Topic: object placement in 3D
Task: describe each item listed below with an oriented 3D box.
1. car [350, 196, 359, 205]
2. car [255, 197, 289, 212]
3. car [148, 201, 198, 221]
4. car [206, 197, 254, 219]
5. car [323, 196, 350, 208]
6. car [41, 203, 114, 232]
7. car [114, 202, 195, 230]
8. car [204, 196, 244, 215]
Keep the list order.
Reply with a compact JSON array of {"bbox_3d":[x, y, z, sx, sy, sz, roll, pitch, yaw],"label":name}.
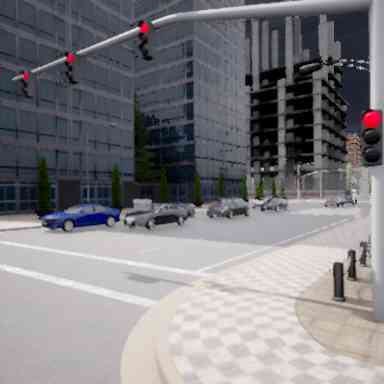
[{"bbox_3d":[24.872,1.291,52.338,2.128,1.511,4.902,-1,0,35],"label":"car"},{"bbox_3d":[9.219,1.417,36.928,1.837,1.490,4.892,-1,0,36],"label":"car"},{"bbox_3d":[-1.527,1.556,28.024,1.994,1.385,4.181,-1,0,36],"label":"car"},{"bbox_3d":[3.146,1.306,28.529,2.097,1.767,4.553,-1,0,36],"label":"car"},{"bbox_3d":[18.890,1.387,44.021,2.033,1.411,5.357,-1,0,36],"label":"car"},{"bbox_3d":[-6.796,1.506,20.740,1.882,1.535,5.008,-1,0,36],"label":"car"},{"bbox_3d":[-2.194,1.481,21.126,2.128,1.511,4.902,-1,0,36],"label":"car"},{"bbox_3d":[3.413,1.311,34.873,2.097,1.767,4.553,-1,0,36],"label":"car"}]
